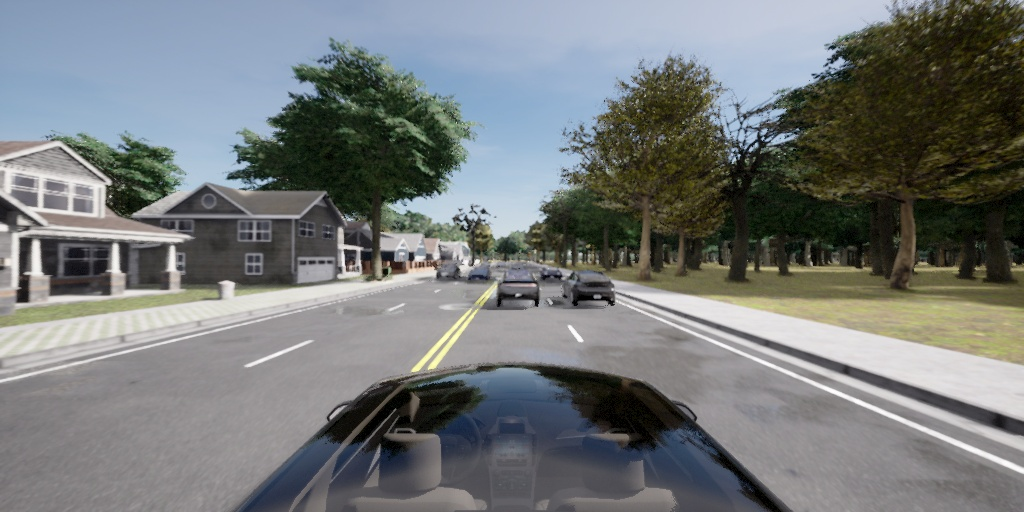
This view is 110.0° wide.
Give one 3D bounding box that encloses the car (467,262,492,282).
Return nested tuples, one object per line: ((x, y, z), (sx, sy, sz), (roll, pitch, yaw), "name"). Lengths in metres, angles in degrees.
((-2.931, 1.593, 33.495), (2.033, 1.411, 5.357), (0, -1, 1), "car")

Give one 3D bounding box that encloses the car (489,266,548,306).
((0.279, 1.393, 16.708), (2.128, 1.511, 4.902), (0, 0, 1), "car")

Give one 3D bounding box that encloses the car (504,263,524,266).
((0.552, 1.580, 35.812), (2.128, 1.511, 4.902), (0, -1, 1), "car")

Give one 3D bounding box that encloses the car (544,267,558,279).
((3.804, 1.710, 35.921), (1.895, 1.301, 4.718), (0, -1, 1), "car")

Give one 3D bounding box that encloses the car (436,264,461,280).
((-6.155, 1.535, 35.221), (2.128, 1.511, 4.902), (0, -1, 1), "car")

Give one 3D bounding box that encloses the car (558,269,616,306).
((3.537, 1.430, 17.101), (1.837, 1.490, 4.892), (0, 0, 1), "car")
